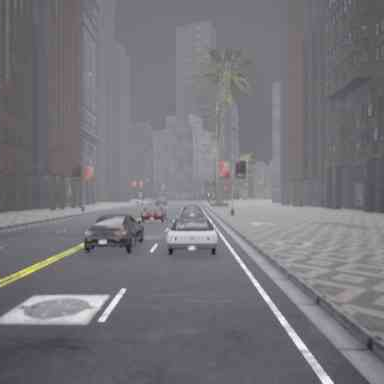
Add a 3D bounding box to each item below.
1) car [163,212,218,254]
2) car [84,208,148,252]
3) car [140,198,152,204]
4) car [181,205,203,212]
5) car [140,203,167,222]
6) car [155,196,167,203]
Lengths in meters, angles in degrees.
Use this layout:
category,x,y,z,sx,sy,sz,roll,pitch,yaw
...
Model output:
category,x,y,z,sx,sy,sz,roll,pitch,yaw
car,0.006,1.734,14.107,1.895,1.301,4.718,0,-1,0
car,-3.242,1.662,14.396,1.812,1.442,4.674,0,0,0
car,-9.725,2.059,71.004,2.097,1.767,4.553,0,-1,0
car,0.013,1.842,29.291,1.994,1.385,4.181,0,-1,0
car,-3.239,1.877,29.108,1.895,1.301,4.718,0,-1,0
car,-6.475,1.929,70.946,2.150,2.045,5.566,0,-1,0
